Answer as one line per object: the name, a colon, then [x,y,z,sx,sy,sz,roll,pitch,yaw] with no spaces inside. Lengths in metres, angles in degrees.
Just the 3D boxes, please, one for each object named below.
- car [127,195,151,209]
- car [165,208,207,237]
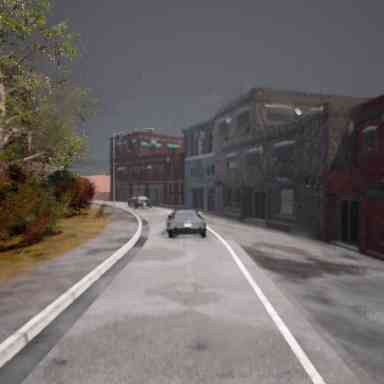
car: [-6.046,1.089,38.025,1.812,1.442,4.674,0,2,-25]
car: [-0.405,1.537,17.939,1.994,1.385,4.181,0,0,-6]
